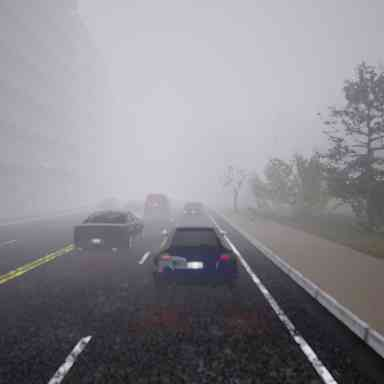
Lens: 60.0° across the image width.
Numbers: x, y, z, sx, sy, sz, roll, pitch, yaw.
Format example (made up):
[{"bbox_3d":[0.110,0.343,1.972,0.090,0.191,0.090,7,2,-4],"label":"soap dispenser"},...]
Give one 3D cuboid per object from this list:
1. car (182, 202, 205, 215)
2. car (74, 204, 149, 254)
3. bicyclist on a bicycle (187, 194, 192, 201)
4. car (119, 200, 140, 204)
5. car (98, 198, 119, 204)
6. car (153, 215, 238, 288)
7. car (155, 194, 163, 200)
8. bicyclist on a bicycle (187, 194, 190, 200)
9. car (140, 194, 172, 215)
[{"bbox_3d":[0.121,1.516,27.192,2.033,1.411,5.357,0,0,0],"label":"car"},{"bbox_3d":[-3.147,1.460,13.461,1.882,1.535,5.008,0,0,0],"label":"car"},{"bbox_3d":[-0.340,1.282,76.712,0.659,1.776,1.843,0,0,-3],"label":"bicyclist on a bicycle"},{"bbox_3d":[-6.577,1.559,37.797,1.895,1.301,4.718,0,0,0],"label":"car"},{"bbox_3d":[-9.839,1.434,39.683,1.882,1.535,5.008,0,0,0],"label":"car"},{"bbox_3d":[0.083,1.552,9.226,1.994,1.385,4.181,0,0,0],"label":"car"},{"bbox_3d":[-7.901,1.181,79.149,1.812,1.442,4.674,0,0,-4],"label":"car"},{"bbox_3d":[-0.949,1.351,85.772,0.582,1.620,1.656,0,0,-4],"label":"bicyclist on a bicycle"},{"bbox_3d":[-3.115,1.186,31.085,2.150,2.045,5.566,0,0,0],"label":"car"}]
